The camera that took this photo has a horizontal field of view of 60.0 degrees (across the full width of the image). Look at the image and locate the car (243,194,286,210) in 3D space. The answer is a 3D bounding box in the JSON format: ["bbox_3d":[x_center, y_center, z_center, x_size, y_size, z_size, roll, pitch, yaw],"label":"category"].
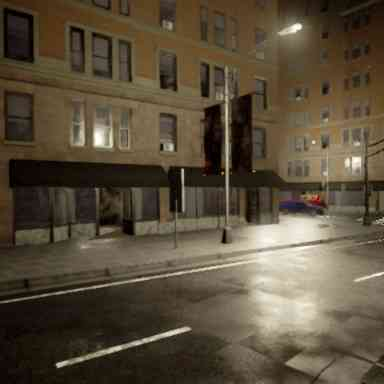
[{"bbox_3d":[9.104,1.213,42.118,2.192,1.841,5.009,0,0,-44],"label":"car"}]

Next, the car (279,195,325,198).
[{"bbox_3d":[12.938,1.260,38.165,2.192,1.841,5.009,0,0,-44],"label":"car"}]

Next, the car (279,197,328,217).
[{"bbox_3d":[10.664,1.544,32.211,1.812,1.442,4.674,-1,1,-43],"label":"car"}]
